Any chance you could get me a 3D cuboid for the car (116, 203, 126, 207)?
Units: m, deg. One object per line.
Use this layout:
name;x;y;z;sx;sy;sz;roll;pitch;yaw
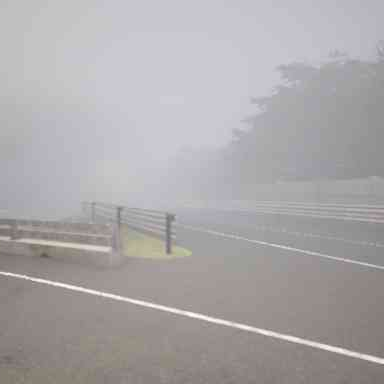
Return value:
car;-13.221;2.698;61.023;1.882;1.535;5.008;-1;-4;-15
